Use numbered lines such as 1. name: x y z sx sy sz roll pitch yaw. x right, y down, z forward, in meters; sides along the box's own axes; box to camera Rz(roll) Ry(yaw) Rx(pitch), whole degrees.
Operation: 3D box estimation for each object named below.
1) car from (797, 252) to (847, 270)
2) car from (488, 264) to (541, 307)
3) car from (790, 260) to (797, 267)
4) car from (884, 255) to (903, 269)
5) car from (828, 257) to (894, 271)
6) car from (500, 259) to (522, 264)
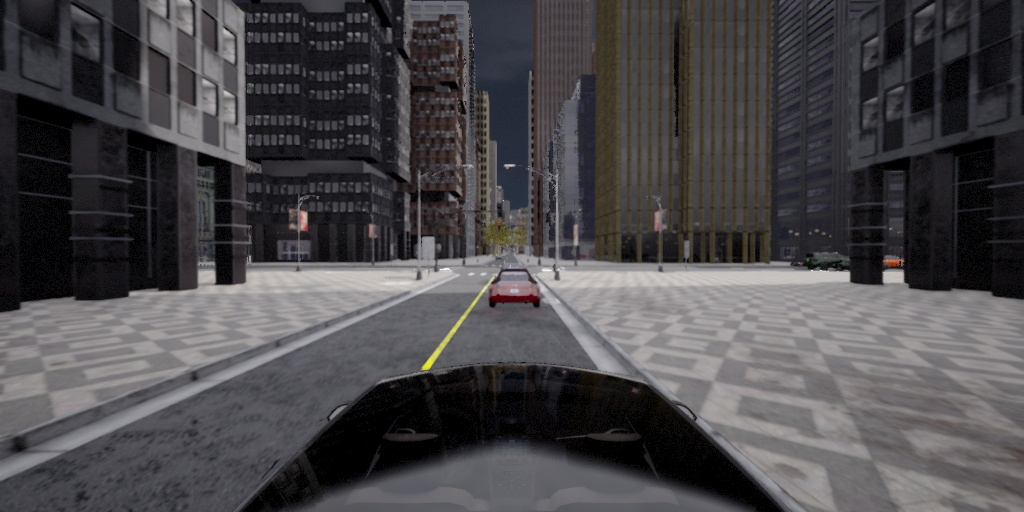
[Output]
1. car: 37.043 0.607 41.647 5.566 2.045 2.150 0 1 0
2. car: 0.091 1.182 14.649 1.994 1.385 4.181 0 1 0
3. car: 39.912 0.876 48.184 4.181 1.385 1.994 0 1 1
4. car: 46.005 0.711 44.879 4.553 1.767 2.097 0 1 0
5. car: 37.310 1.028 38.399 4.718 1.301 1.895 0 1 0
6. car: 0.045 1.117 24.554 1.895 1.301 4.718 0 1 -1
